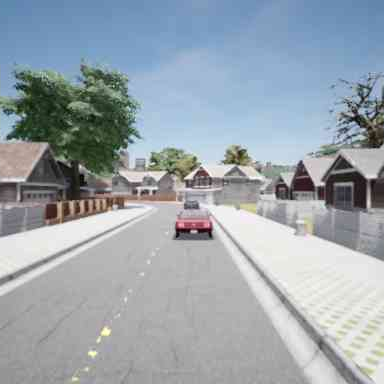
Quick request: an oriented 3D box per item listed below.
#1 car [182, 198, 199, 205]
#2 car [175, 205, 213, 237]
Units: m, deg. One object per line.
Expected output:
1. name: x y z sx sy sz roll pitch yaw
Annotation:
1. car: -0.161 1.486 41.165 2.128 1.511 4.902 0 0 -4
2. car: 0.093 1.599 18.053 1.895 1.301 4.718 0 0 0
